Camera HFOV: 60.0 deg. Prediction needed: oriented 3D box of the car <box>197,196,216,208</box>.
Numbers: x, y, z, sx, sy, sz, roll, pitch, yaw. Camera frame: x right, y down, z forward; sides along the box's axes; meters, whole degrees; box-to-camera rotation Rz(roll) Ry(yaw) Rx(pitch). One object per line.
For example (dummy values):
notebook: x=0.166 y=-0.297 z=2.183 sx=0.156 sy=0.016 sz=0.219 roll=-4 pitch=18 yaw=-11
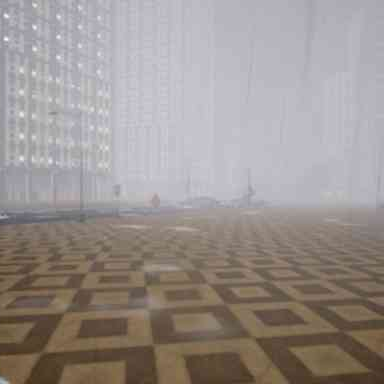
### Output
car: x=3.176 y=1.668 z=50.580 sx=1.895 sy=1.301 sz=4.718 roll=0 pitch=0 yaw=34

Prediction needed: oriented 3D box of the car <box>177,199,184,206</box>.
car: x=-0.375 y=1.610 z=57.155 sx=2.033 sy=1.411 sz=5.357 roll=0 pitch=0 yaw=33

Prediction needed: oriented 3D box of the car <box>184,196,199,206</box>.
car: x=1.234 y=1.415 z=53.705 sx=2.097 sy=1.767 sz=4.553 roll=0 pitch=0 yaw=33

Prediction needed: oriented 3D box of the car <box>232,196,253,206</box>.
car: x=9.106 y=1.602 z=59.993 sx=1.882 sy=1.535 sz=5.008 roll=0 pitch=0 yaw=31

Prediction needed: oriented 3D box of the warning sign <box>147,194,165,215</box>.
warning sign: x=-3.274 y=1.085 z=30.229 sx=1.300 sy=1.860 sz=1.060 roll=1 pitch=0 yaw=34

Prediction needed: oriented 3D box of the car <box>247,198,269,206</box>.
car: x=11.895 y=1.737 z=58.325 sx=1.895 sy=1.301 sz=4.718 roll=0 pitch=0 yaw=31

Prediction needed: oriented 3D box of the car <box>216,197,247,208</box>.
car: x=5.902 y=1.680 z=48.810 sx=1.895 sy=1.301 sz=4.718 roll=0 pitch=0 yaw=34
